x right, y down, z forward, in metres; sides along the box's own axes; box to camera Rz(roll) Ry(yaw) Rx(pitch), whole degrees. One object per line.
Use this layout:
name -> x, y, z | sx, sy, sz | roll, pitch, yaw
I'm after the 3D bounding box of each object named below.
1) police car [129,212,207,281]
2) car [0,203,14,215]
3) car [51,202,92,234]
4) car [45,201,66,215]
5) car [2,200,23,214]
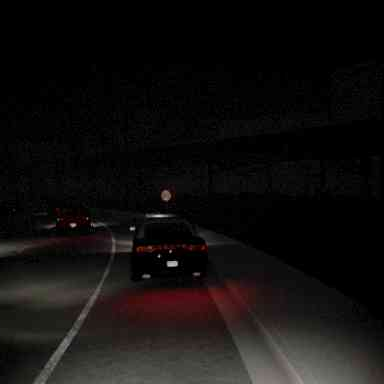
police car -> -0.852, 1.422, 10.087 | 1.930, 1.638, 5.238 | 0, 0, -9
car -> -3.556, 1.225, 1.840 | 2.150, 2.045, 5.566 | 0, 0, -1
car -> -6.871, 1.547, 19.381 | 1.812, 1.442, 4.674 | 0, 0, -18
car -> -13.158, 1.606, 32.958 | 2.033, 1.411, 5.357 | -1, 0, -33
car -> -19.759, 1.617, 36.079 | 2.128, 1.511, 4.902 | -1, 0, -38
